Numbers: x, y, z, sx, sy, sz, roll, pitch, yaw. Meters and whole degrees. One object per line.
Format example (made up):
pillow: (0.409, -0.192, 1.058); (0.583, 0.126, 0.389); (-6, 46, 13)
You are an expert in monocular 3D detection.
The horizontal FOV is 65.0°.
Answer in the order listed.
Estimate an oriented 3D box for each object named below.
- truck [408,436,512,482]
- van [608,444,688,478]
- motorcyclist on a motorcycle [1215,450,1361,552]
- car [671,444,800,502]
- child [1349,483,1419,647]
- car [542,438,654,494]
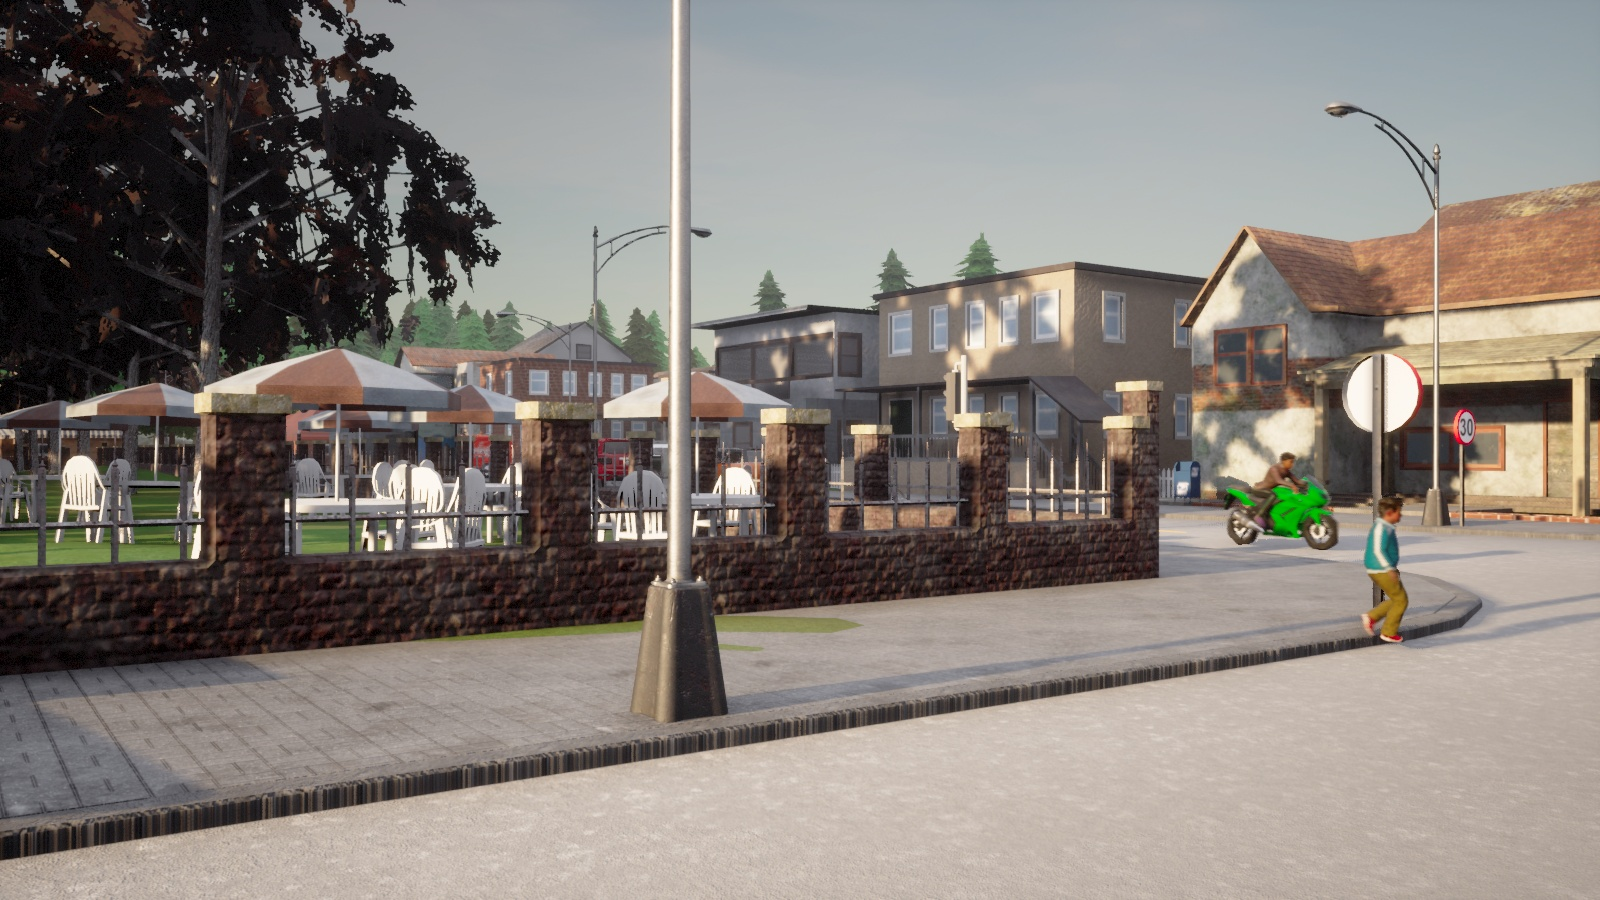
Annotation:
truck: (-19.106, 0.465, 70.515); (5.204, 2.467, 2.627); (-1, 2, -26)
van: (-9.388, 0.679, 77.842); (4.480, 2.038, 2.069); (0, 0, -35)
motorcyclist on a motorcycle: (7.661, 0.759, 19.798); (0.797, 1.523, 2.044); (0, 0, -35)
car: (-2.155, 0.708, 40.806); (2.097, 1.767, 4.553); (0, 0, -35)
child: (4.398, 0.850, 9.465); (0.448, 1.192, 0.343); (0, 0, 20)
car: (-7.976, 0.601, 49.126); (2.150, 2.045, 5.566); (0, 0, -35)
